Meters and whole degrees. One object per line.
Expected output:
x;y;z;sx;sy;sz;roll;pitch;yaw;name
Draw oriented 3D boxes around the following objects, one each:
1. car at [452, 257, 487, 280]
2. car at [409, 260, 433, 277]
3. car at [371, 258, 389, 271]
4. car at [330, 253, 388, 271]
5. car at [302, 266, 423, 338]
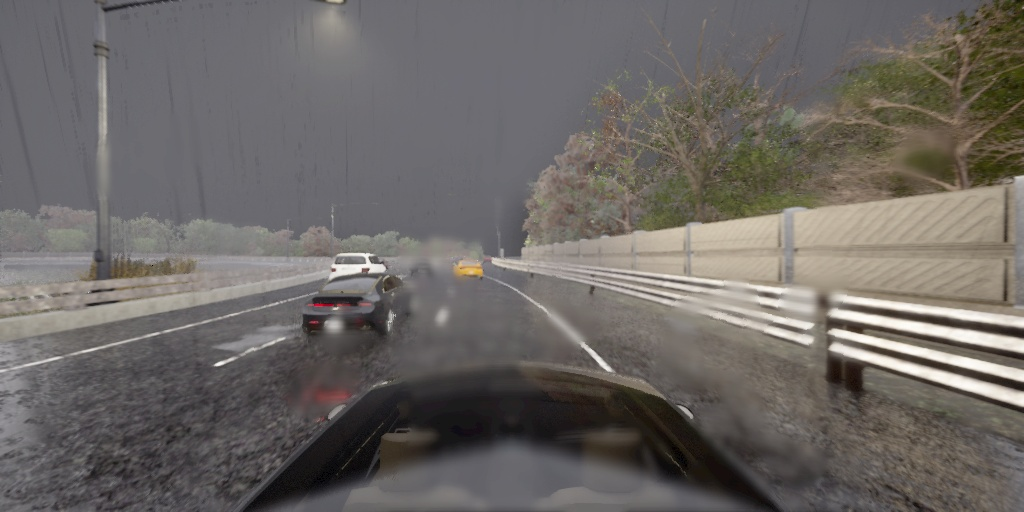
-3.505;1.051;28.804;1.882;1.535;5.008;0;0;-12;car
-8.278;1.070;32.873;1.837;1.490;4.892;0;0;-17;car
-16.821;1.037;45.575;1.812;1.442;4.674;0;1;-25;car
-8.907;0.872;21.137;2.150;2.045;5.566;0;0;-10;car
-3.951;1.213;10.061;1.837;1.490;4.892;0;0;-4;car
